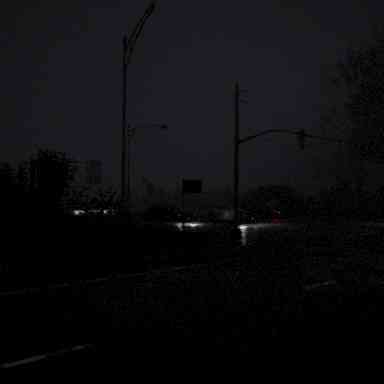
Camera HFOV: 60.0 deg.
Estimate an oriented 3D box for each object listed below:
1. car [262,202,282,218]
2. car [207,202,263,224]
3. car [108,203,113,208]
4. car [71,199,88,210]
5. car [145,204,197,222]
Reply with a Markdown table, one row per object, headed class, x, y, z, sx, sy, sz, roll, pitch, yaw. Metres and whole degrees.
| class | x | y | z | sx | sy | sz | roll | pitch | yaw |
| --- | --- | --- | --- | --- | --- | --- | --- | --- | --- |
| car | 6.951 | 1.776 | 33.780 | 1.812 | 1.442 | 4.674 | 1 | -1 | -39 |
| car | 3.162 | 1.704 | 27.161 | 1.812 | 1.442 | 4.674 | 1 | 0 | -39 |
| car | -12.822 | 1.712 | 47.103 | 2.033 | 1.411 | 5.357 | 1 | 0 | -38 |
| car | -15.292 | 1.656 | 44.591 | 1.812 | 1.442 | 4.674 | 1 | 0 | -38 |
| car | -1.920 | 1.689 | 27.896 | 2.033 | 1.411 | 5.357 | 1 | 0 | -39 |
